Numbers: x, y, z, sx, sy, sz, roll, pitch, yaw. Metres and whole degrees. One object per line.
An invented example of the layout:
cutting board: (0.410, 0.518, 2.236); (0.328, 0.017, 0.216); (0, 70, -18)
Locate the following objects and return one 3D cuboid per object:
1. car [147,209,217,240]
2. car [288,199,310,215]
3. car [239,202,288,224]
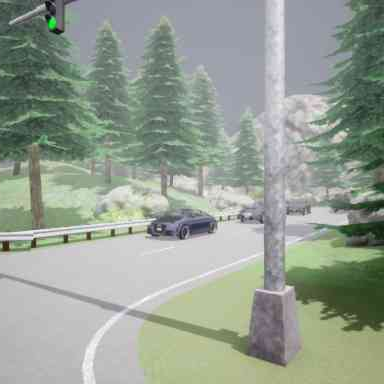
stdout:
car: (-0.408, 1.579, 17.361); (1.994, 1.385, 4.181); (0, 0, 35)
car: (10.929, 1.520, 34.032); (1.837, 1.490, 4.892); (0, 0, 28)
car: (5.290, 1.507, 25.512); (2.128, 1.511, 4.902); (0, 0, 35)
